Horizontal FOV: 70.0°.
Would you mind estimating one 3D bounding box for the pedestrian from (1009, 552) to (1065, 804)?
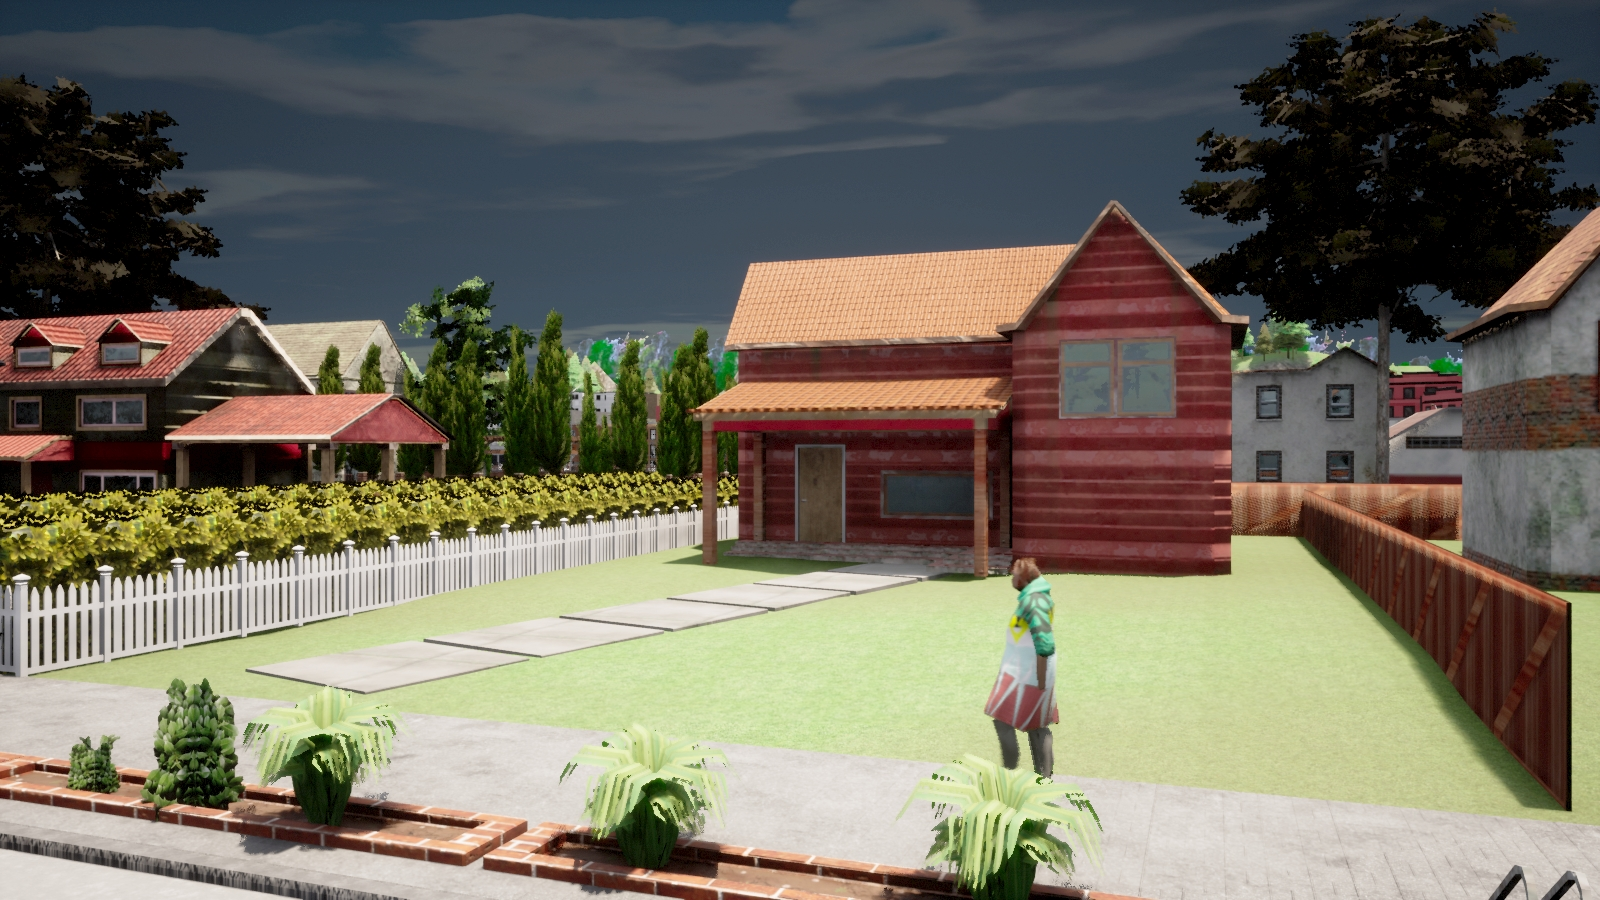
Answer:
[{"bbox_3d":[1.841,1.744,8.878,0.375,1.860,0.375,0,0,20],"label":"pedestrian"}]
